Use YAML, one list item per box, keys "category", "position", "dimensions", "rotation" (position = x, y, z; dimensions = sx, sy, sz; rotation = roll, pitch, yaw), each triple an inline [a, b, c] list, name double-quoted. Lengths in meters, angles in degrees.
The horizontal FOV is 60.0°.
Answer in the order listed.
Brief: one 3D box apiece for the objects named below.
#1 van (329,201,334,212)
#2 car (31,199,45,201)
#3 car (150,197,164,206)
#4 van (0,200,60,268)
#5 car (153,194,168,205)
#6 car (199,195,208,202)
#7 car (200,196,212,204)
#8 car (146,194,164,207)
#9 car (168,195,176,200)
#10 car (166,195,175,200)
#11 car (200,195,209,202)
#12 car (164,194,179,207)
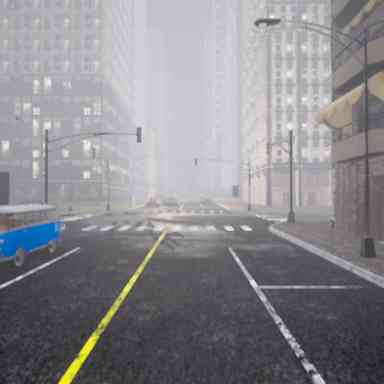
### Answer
- category: "van"
  position: [15.988, 1.419, 33.526]
  dimensions: [3.998, 1.788, 1.690]
  rotation: [0, -1, 0]
- category: "car"
  position: [-16.486, 1.465, 33.602]
  dimensions: [4.097, 1.590, 1.967]
  rotation: [0, -1, 0]
- category: "car"
  position: [-5.669, 1.528, 54.596]
  dimensions: [1.802, 1.307, 4.206]
  rotation: [1, 0, 0]
- category: "van"
  position: [-5.807, 1.331, 10.954]
  dimensions: [1.690, 1.788, 3.998]
  rotation: [1, 0, 0]
- category: "car"
  position: [-5.662, 1.255, 60.171]
  dimensions: [2.192, 1.841, 5.009]
  rotation: [1, 0, 0]
- category: "car"
  position: [2.715, 1.489, 76.965]
  dimensions: [1.947, 1.339, 4.313]
  rotation: [1, 0, 0]
- category: "car"
  position: [2.712, 1.522, 60.232]
  dimensions: [1.802, 1.307, 4.206]
  rotation: [1, 0, 0]
- category: "car"
  position: [-5.666, 1.391, 49.021]
  dimensions: [1.967, 1.590, 4.097]
  rotation: [1, 0, 0]
- category: "car"
  position: [-5.662, 1.458, 93.622]
  dimensions: [2.008, 1.369, 4.403]
  rotation: [1, 0, 0]
- category: "car"
  position: [-5.663, 1.458, 88.047]
  dimensions: [1.887, 1.381, 4.507]
  rotation: [1, 0, 0]
- category: "car"
  position: [2.716, 1.454, 71.557]
  dimensions: [1.752, 1.417, 4.829]
  rotation: [1, 0, 0]
- category: "car"
  position: [-2.992, 1.463, 49.885]
  dimensions: [1.882, 1.535, 5.008]
  rotation: [0, 2, 0]
